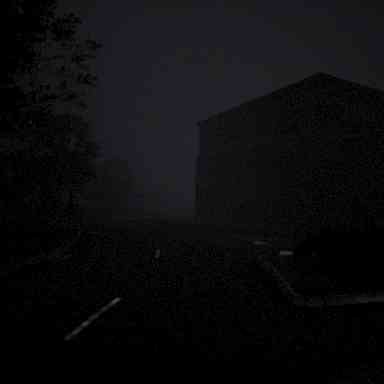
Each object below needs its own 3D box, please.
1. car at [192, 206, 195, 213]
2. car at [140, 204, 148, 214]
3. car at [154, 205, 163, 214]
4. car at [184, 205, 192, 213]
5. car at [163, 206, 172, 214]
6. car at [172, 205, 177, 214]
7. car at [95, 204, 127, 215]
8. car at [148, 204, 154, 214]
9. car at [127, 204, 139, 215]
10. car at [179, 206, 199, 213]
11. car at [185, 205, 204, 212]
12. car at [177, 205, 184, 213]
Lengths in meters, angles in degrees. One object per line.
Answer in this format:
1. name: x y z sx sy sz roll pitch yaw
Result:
1. car: -2.203 4.410 83.015 4.892 1.521 2.231 0 -2 9
2. car: -12.056 3.332 64.723 5.566 2.045 2.435 1 -3 7
3. car: -9.508 3.860 69.978 5.366 1.575 1.946 1 -2 8
4. car: -3.669 4.069 80.418 5.566 2.045 2.435 1 -1 9
5. car: -7.884 3.744 72.593 5.566 2.045 2.435 1 -3 8
6. car: -6.471 3.988 75.198 4.553 1.767 2.185 1 -2 8
7. car: -14.818 3.293 59.434 4.892 1.521 2.231 1 -2 7
8. car: -10.739 3.601 67.349 4.553 1.767 2.185 1 -3 8
9. car: -13.485 3.186 62.087 5.566 2.045 2.435 1 -2 7
10. car: -0.736 4.487 85.596 5.008 1.535 2.097 0 -1 9
11. car: 0.700 4.434 88.195 4.553 1.767 2.185 0 -2 10
12. car: -5.109 4.251 77.807 4.792 1.488 2.163 1 -2 9
